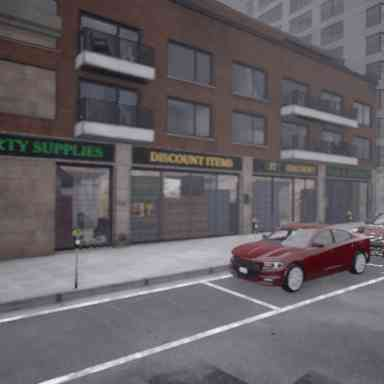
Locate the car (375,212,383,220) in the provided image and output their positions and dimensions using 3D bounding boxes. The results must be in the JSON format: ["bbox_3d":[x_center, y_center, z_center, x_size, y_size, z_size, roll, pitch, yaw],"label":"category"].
[{"bbox_3d":[7.472,1.428,12.085,4.097,1.590,1.967,0,1,-36],"label":"car"}]

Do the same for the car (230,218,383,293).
[{"bbox_3d":[3.009,1.536,8.901,4.507,1.381,1.887,0,1,-36],"label":"car"}]
